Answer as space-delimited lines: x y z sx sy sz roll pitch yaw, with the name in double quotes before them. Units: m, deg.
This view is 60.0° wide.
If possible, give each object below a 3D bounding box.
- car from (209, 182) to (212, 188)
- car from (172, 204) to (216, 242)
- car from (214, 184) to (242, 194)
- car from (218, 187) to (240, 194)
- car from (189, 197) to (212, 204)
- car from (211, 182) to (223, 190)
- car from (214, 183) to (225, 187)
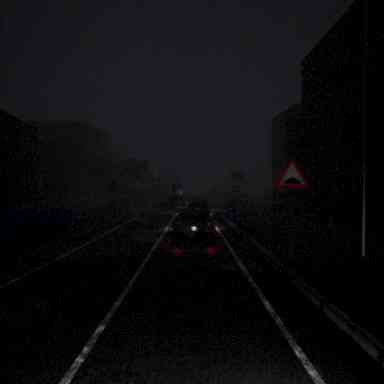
"car" 7.956 -1.286 93.765 4.792 1.488 2.163 0 2 -1
"car" 0.101 1.514 16.293 1.994 1.385 4.181 0 1 0
"car" 8.048 -0.303 71.738 5.366 1.575 1.946 0 3 -1
"car" 8.206 -0.400 74.496 4.674 1.452 2.002 0 3 -1
"car" 0.802 1.218 32.364 1.837 1.490 4.892 0 1 8
"car" 8.170 -0.959 79.986 5.566 2.045 2.435 0 3 -1
"car" 8.140 -0.701 77.239 4.553 1.767 2.185 0 3 -1
